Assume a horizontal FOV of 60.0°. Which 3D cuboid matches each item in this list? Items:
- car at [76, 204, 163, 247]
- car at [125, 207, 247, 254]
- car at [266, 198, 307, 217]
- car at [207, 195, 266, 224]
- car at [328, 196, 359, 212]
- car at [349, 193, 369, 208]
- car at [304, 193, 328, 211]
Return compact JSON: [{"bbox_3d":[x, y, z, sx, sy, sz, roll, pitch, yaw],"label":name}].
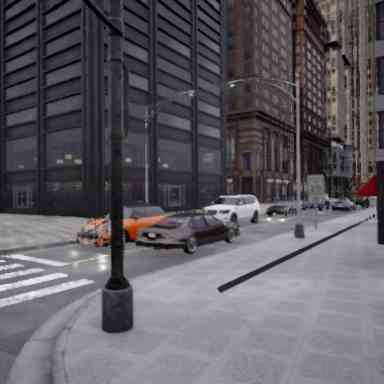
[{"bbox_3d":[-2.880,1.393,14.911,2.097,1.767,4.553,-1,0,35],"label":"car"},{"bbox_3d":[0.042,1.553,13.670,2.033,1.411,5.357,-1,0,35],"label":"car"},{"bbox_3d":[8.731,1.534,31.336,2.033,1.411,5.357,-1,0,35],"label":"car"},{"bbox_3d":[2.773,1.236,22.909,2.150,2.045,5.566,-1,0,35],"label":"car"},{"bbox_3d":[17.478,1.486,38.266,1.994,1.385,4.181,-1,0,35],"label":"car"},{"bbox_3d":[23.249,1.113,46.532,2.150,2.045,5.566,-1,0,35],"label":"car"},{"bbox_3d":[14.957,1.177,40.082,2.150,2.045,5.566,-1,0,35],"label":"car"}]
